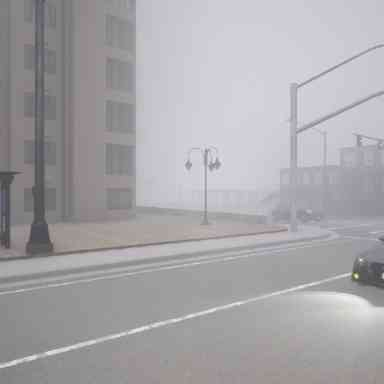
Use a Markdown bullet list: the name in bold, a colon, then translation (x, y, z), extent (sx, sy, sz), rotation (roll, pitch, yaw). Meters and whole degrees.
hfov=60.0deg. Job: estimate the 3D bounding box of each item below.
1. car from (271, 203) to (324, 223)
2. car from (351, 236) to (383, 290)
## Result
- **car**: translation (9.134, 1.744, 29.112), extent (2.097, 1.767, 4.553), rotation (1, -5, -36)
- **car**: translation (5.697, 1.564, 7.977), extent (4.181, 1.385, 1.994), rotation (0, 0, -35)
